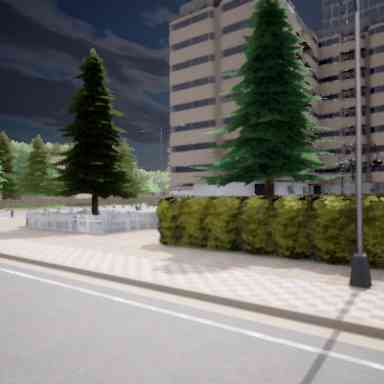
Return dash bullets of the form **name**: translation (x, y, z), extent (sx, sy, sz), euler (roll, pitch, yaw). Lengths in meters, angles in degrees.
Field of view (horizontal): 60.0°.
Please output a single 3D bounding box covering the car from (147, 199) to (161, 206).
- **car**: translation (-6.856, 2.030, 64.705), extent (1.994, 1.385, 4.181), euler (-1, -1, 36)
